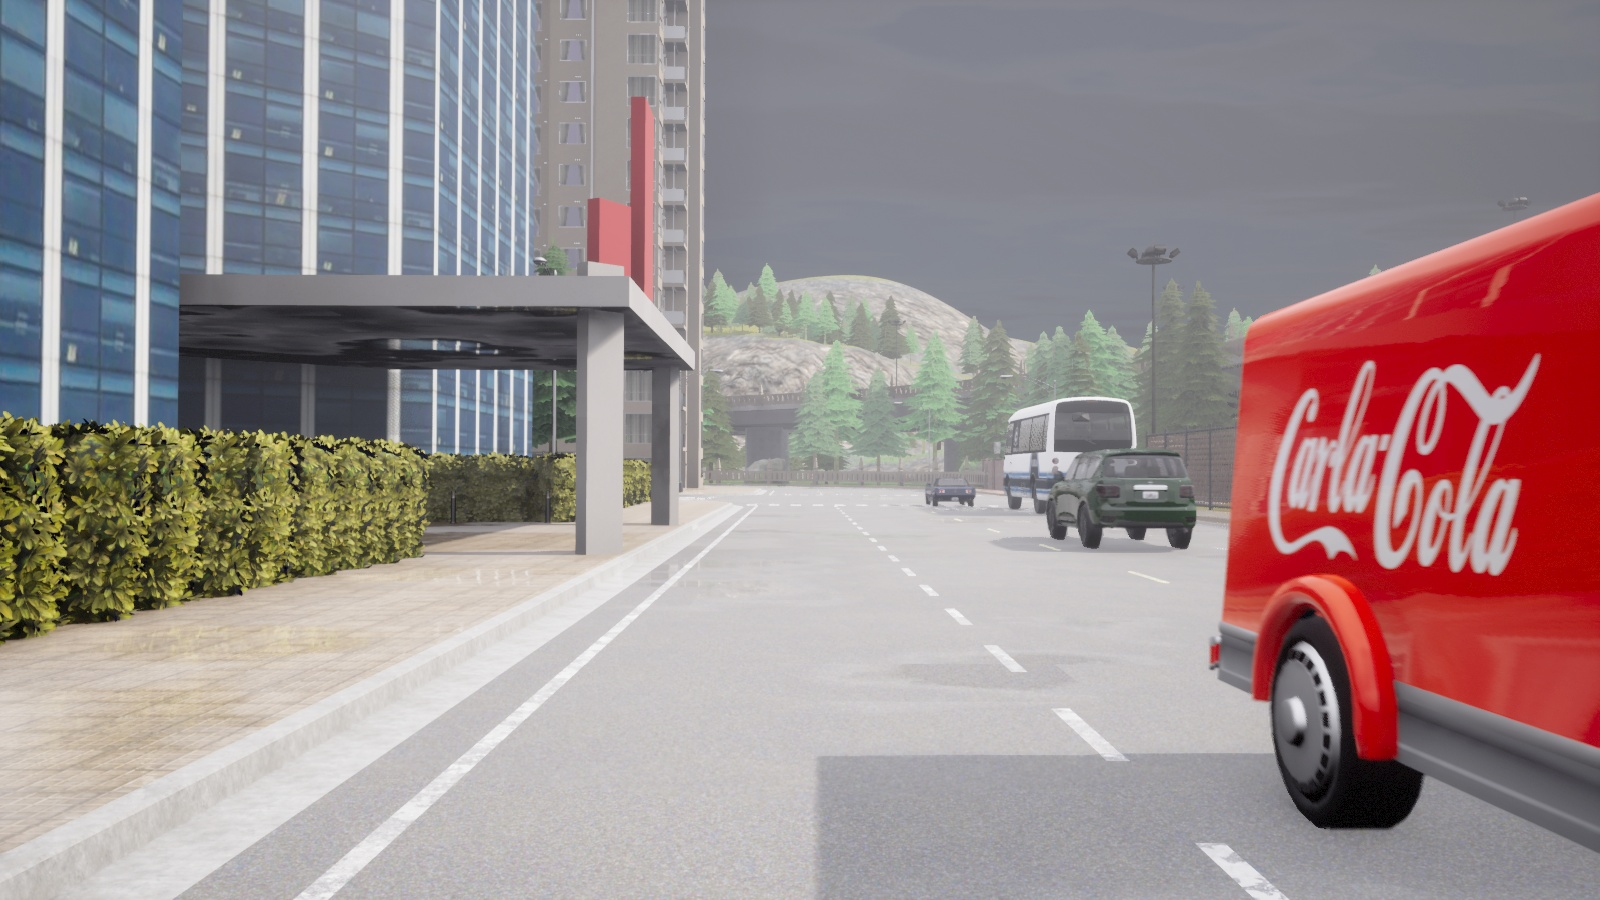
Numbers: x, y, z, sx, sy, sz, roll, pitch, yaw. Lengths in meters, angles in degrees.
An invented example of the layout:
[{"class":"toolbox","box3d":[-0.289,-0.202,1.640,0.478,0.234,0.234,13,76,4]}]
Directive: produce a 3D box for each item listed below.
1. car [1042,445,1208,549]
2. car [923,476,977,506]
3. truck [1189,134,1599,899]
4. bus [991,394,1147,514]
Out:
[{"class":"car","box3d":[6.913,0.966,27.439,2.150,2.045,5.566,0,-1,0]},{"class":"car","box3d":[6.846,1.857,57.672,1.895,1.301,4.718,0,-1,0]},{"class":"truck","box3d":[3.486,0.387,4.358,2.627,2.467,5.204,0,-1,0]},{"class":"bus","box3d":[10.362,0.232,49.859,3.944,4.253,10.273,0,-1,0]}]
